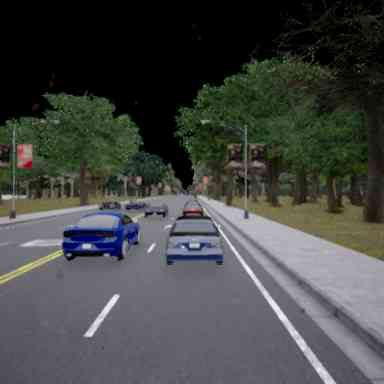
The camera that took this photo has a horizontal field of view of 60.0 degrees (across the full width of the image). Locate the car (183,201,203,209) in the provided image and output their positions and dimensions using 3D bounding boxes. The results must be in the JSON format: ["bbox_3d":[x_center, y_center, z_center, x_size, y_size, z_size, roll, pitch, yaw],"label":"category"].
[{"bbox_3d":[0.091,1.561,33.010,1.994,1.385,4.181,0,0,0],"label":"car"}]

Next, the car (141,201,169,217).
[{"bbox_3d":[-3.162,1.598,30.584,1.895,1.301,4.718,0,0,0],"label":"car"}]

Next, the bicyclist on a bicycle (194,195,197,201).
[{"bbox_3d":[0.887,1.476,76.571,0.582,1.620,1.656,0,0,0],"label":"bicyclist on a bicycle"}]

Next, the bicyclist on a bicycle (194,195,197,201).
[{"bbox_3d":[0.886,1.483,85.573,0.582,1.620,1.656,0,0,0],"label":"bicyclist on a bicycle"}]

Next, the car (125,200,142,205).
[{"bbox_3d":[-6.599,1.599,38.905,1.895,1.301,4.718,0,0,0],"label":"car"}]

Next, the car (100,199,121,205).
[{"bbox_3d":[-9.846,1.563,40.213,1.994,1.385,4.181,0,0,0],"label":"car"}]

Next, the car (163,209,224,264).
[{"bbox_3d":[0.081,1.546,11.827,2.033,1.411,5.357,0,0,0],"label":"car"}]

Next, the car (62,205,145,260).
[{"bbox_3d":[-3.169,1.477,12.503,1.882,1.535,5.008,0,0,0],"label":"car"}]
